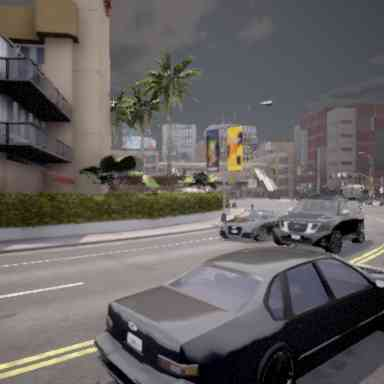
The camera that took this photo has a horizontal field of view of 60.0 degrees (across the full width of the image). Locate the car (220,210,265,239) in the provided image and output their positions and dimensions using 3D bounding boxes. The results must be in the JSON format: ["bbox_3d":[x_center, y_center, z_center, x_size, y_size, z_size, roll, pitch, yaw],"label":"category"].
[{"bbox_3d":[3.178,1.590,16.605,1.994,1.385,4.181,0,0,39],"label":"car"}]

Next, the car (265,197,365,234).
[{"bbox_3d":[5.467,1.228,13.802,2.150,2.045,5.566,0,0,41],"label":"car"}]

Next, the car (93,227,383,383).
[{"bbox_3d":[1.370,1.554,4.943,5.357,1.411,2.033,0,0,-39],"label":"car"}]
